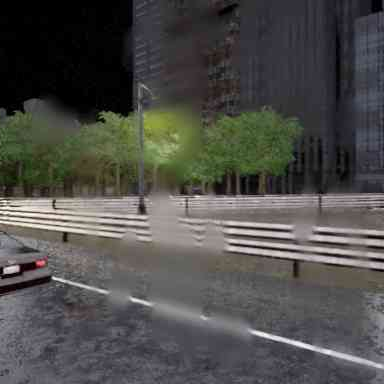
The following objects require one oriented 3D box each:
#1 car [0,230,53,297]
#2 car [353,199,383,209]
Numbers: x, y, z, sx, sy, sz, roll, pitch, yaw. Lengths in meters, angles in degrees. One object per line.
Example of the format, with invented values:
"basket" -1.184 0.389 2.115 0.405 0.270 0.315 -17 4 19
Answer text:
"car" -5.459 1.517 7.818 5.357 1.411 2.033 0 0 36
"car" 17.687 0.911 31.318 4.718 1.301 1.895 -1 0 -6
